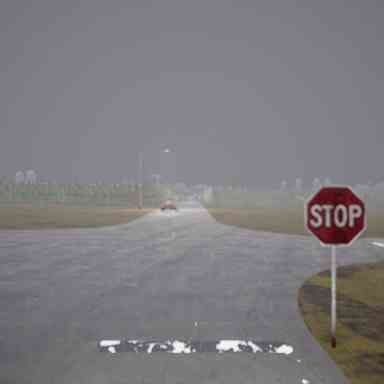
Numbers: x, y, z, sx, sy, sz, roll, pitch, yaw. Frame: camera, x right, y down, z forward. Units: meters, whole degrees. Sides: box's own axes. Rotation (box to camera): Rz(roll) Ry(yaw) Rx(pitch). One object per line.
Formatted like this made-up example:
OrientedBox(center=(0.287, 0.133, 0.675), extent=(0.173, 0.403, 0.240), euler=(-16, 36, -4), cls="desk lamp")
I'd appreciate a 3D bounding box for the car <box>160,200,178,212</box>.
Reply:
OrientedBox(center=(-2.739, 1.671, 40.285), extent=(1.895, 1.301, 4.718), euler=(0, 0, 0), cls="car")
